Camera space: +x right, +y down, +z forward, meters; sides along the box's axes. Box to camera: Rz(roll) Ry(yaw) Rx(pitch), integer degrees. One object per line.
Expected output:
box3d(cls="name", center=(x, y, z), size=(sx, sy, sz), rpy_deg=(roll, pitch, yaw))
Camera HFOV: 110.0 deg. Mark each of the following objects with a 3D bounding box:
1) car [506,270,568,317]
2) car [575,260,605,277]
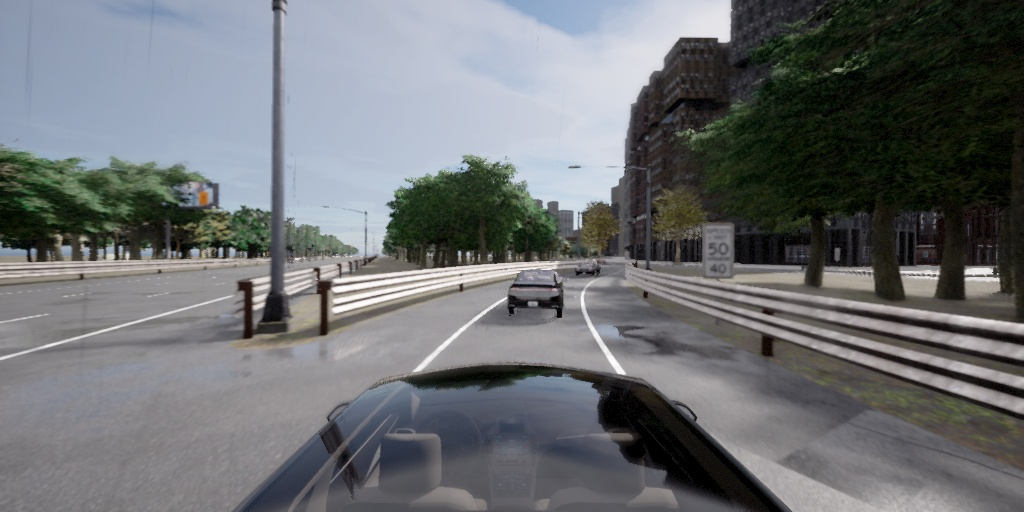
box3d(cls="car", center=(0.991, 1.247, 13.312), size=(2.128, 1.511, 4.902), rpy_deg=(0, 0, 8))
box3d(cls="car", center=(7.826, 1.353, 36.455), size=(1.895, 1.301, 4.718), rpy_deg=(0, 0, 24))
